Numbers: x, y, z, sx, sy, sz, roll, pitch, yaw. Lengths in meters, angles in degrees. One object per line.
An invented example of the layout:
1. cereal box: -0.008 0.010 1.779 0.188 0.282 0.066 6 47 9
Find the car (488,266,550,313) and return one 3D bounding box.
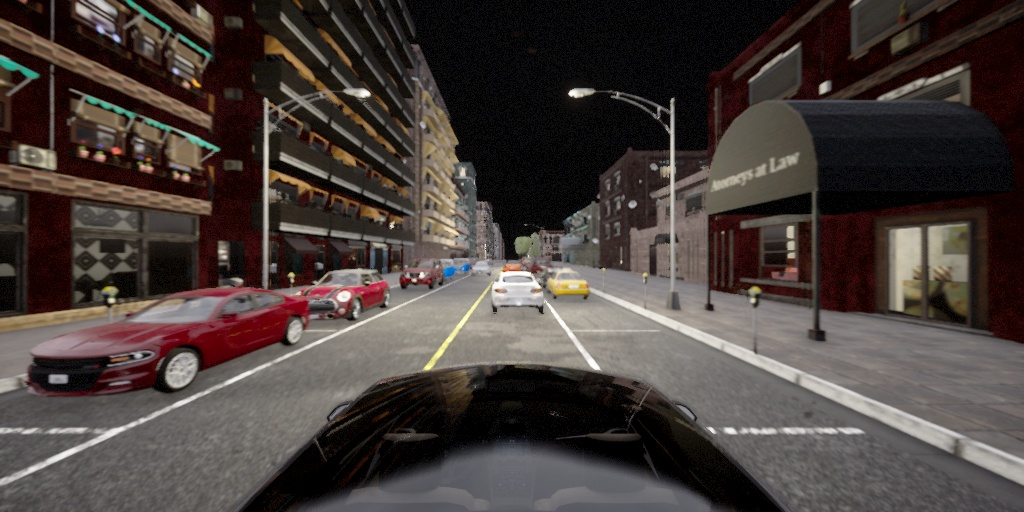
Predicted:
1. car: 0.159 1.293 13.917 1.812 1.442 4.674 0 0 -2

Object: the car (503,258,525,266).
1. car: 0.104 1.165 38.917 2.097 1.767 4.553 0 0 0

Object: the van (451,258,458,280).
1. van: -5.687 1.133 28.900 1.690 1.789 3.998 0 0 0

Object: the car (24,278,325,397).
1. car: -5.689 1.302 6.743 1.888 1.381 4.507 0 0 0

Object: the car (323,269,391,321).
1. car: -5.689 1.204 12.281 1.967 1.591 4.097 0 0 0

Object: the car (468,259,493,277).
1. car: -3.077 1.335 36.683 1.812 1.442 4.674 0 0 0

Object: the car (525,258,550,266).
1. car: 2.695 1.119 34.437 2.192 1.841 5.009 0 0 0

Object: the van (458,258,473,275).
1. van: -5.685 1.157 39.977 1.690 1.789 3.998 0 0 0

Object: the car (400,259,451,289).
1. car: -5.687 1.097 23.360 2.192 1.841 5.009 0 0 0

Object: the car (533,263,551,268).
1. car: 2.693 1.333 23.359 2.007 1.370 4.403 0 0 0

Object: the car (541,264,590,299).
1. car: 2.693 1.298 17.990 1.751 1.417 4.829 0 0 0
